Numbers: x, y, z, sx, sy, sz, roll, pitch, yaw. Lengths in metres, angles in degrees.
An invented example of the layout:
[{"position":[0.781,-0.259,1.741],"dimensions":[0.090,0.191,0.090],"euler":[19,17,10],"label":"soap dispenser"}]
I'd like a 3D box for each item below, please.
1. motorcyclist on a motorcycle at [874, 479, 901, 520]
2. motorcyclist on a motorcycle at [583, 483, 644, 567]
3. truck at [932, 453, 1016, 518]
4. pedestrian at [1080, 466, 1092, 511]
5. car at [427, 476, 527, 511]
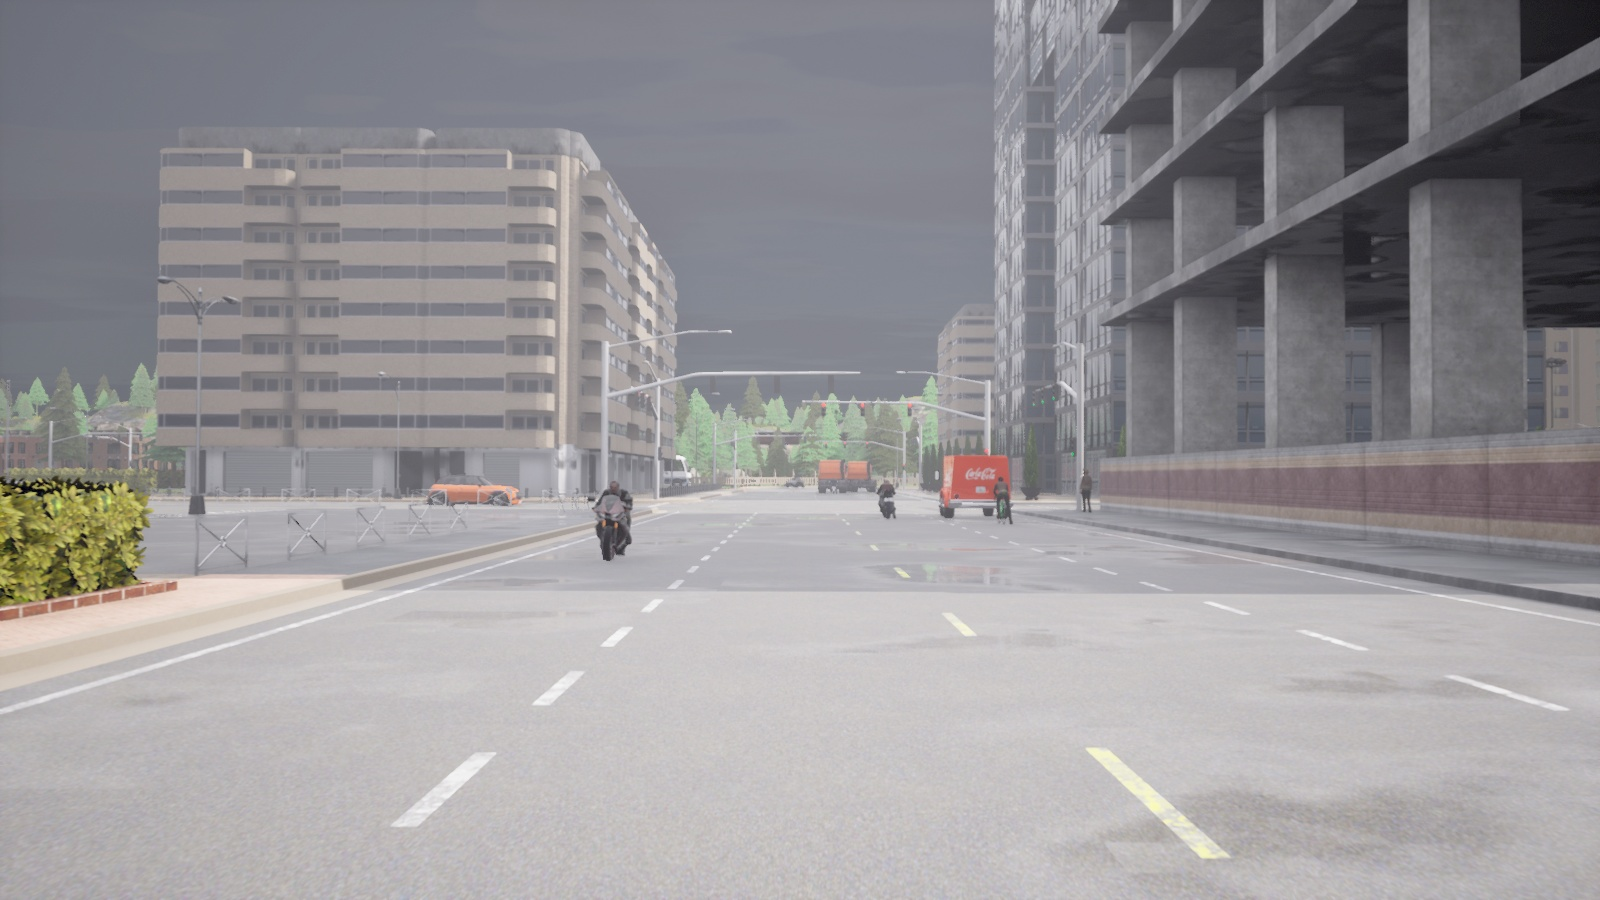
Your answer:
[{"position":[3.377,1.914,48.755],"dimensions":[0.866,1.530,2.191],"euler":[0,-1,0],"label":"motorcyclist on a motorcycle"},{"position":[-3.561,1.402,24.143],"dimensions":[0.866,1.530,2.191],"euler":[0,-1,0],"label":"motorcyclist on a motorcycle"},{"position":[6.872,1.412,50.301],"dimensions":[2.627,2.467,5.204],"euler":[0,-1,0],"label":"truck"},{"position":[11.826,1.573,51.941],"dimensions":[0.331,1.846,0.634],"euler":[0,-1,-2],"label":"pedestrian"},{"position":[-16.323,2.197,63.637],"dimensions":[4.553,1.767,2.097],"euler":[0,-1,0],"label":"car"}]
